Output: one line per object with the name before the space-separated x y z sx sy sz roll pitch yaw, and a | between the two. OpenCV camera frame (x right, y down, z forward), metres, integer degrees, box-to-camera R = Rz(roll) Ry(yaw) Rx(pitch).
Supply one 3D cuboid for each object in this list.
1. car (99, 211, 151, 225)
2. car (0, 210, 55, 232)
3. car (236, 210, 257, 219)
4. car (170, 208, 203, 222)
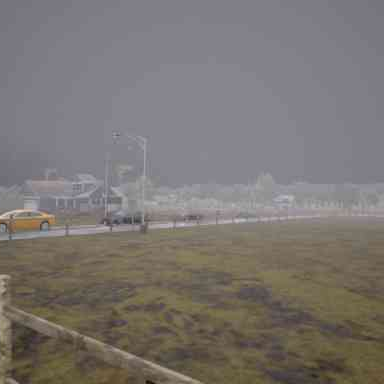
car | -6.351 2.515 32.356 2.033 1.411 5.357 0 -2 35
car | -12.345 2.030 23.811 1.882 1.535 5.008 0 -2 34
car | 8.791 3.634 53.560 1.994 1.385 4.181 0 -3 35
car | -0.617 2.726 40.442 2.097 1.767 4.553 0 -3 36
